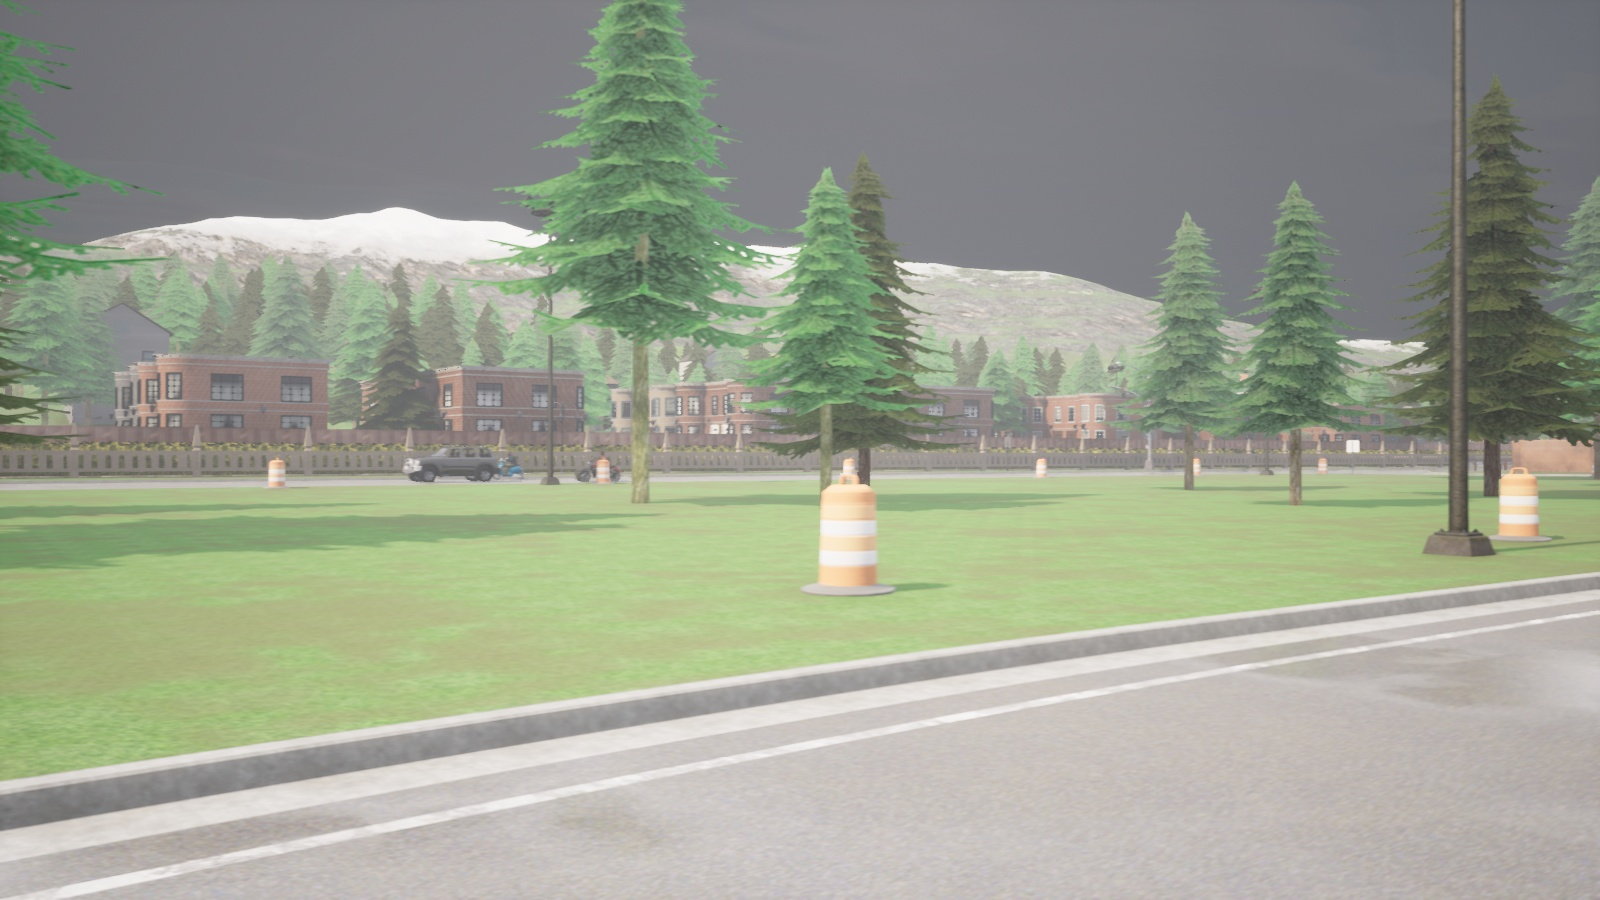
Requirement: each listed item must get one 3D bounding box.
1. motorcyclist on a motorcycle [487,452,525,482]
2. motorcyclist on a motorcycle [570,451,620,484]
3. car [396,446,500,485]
[{"bbox_3d":[-15.833,0.898,67.634,1.817,1.590,0.866,0,0,-35],"label":"motorcyclist on a motorcycle"},{"bbox_3d":[-10.246,0.871,62.933,2.350,1.649,0.766,0,0,-32],"label":"motorcyclist on a motorcycle"},{"bbox_3d":[-17.428,0.751,62.245,4.605,1.855,1.932,0,0,-35],"label":"car"}]
